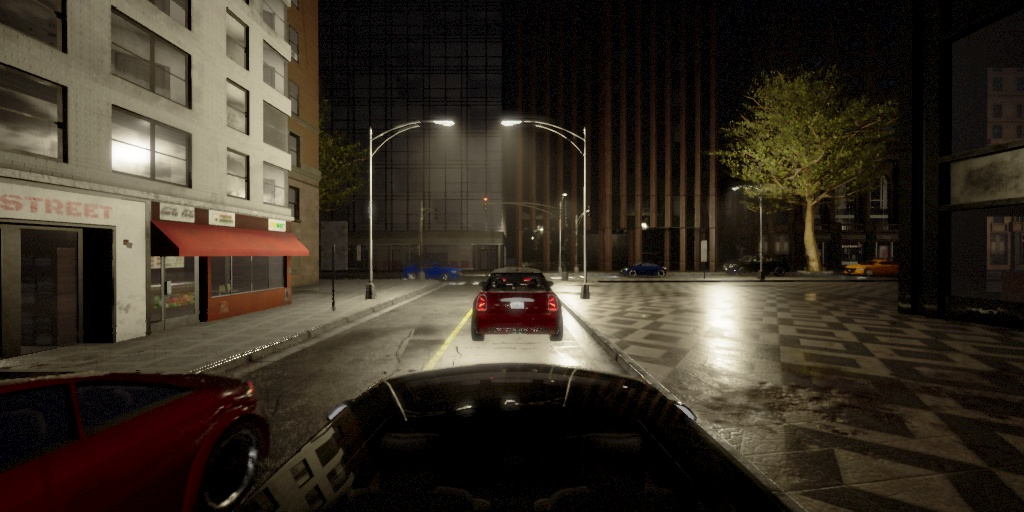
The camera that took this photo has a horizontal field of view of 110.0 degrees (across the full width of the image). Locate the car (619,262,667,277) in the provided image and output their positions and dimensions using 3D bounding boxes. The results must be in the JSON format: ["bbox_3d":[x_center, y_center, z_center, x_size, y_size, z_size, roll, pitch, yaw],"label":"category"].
[{"bbox_3d":[12.324,1.257,33.848,4.181,1.385,1.994,0,0,0],"label":"car"}]

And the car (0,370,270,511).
[{"bbox_3d":[-3.104,1.314,1.402,1.994,1.385,4.181,0,0,0],"label":"car"}]

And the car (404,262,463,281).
[{"bbox_3d":[-6.463,1.245,29.664,5.008,1.535,1.882,-1,0,18],"label":"car"}]

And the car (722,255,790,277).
[{"bbox_3d":[22.959,0.881,33.778,5.566,2.045,2.150,0,0,0],"label":"car"}]

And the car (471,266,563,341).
[{"bbox_3d":[0.123,1.101,9.982,2.097,1.767,4.553,0,0,0],"label":"car"}]

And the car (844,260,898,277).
[{"bbox_3d":[34.261,1.112,33.712,5.008,1.535,1.882,0,0,1],"label":"car"}]
